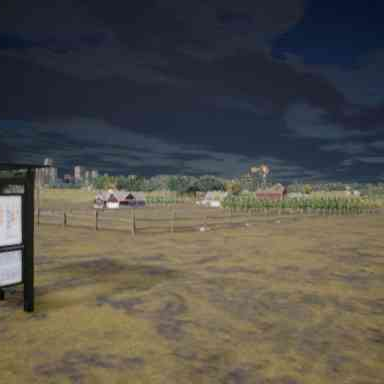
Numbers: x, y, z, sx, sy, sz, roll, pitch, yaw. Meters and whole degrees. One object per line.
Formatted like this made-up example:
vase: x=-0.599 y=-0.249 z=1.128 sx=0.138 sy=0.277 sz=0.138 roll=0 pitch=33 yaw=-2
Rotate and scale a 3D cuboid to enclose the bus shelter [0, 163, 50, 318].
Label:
bus shelter: x=-4.973 y=0.862 z=6.997 sx=3.880 sy=2.740 sz=1.920 roll=0 pitch=0 yaw=36
